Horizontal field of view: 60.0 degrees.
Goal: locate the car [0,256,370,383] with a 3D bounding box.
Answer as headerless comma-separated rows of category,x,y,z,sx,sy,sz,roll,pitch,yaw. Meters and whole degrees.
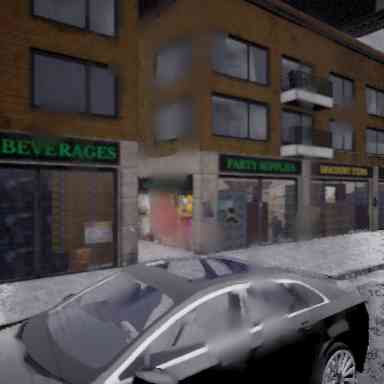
car,-0.183,1.490,3.247,4.902,1.511,2.128,0,0,-35
